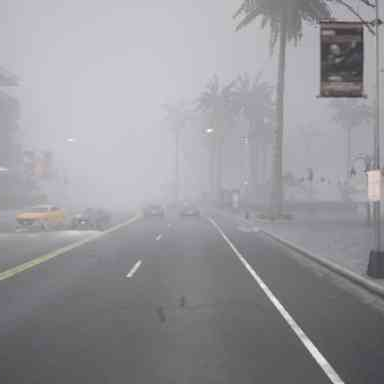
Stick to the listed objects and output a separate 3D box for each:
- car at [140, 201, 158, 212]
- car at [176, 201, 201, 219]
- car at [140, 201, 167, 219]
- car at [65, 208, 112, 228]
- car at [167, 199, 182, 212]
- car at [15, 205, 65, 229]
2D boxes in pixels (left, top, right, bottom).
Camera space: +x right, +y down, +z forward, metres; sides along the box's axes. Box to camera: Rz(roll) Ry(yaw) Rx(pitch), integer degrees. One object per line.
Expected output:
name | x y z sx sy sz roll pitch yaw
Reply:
car | -5.942 1.943 45.644 1.994 1.385 4.181 0 0 -15
car | -0.259 1.835 32.590 1.994 1.385 4.181 0 0 -3
car | -3.735 1.838 32.882 1.994 1.385 4.181 0 0 -5
car | -6.988 1.787 23.345 1.994 1.385 4.181 0 0 0
car | -2.357 1.730 45.630 2.097 1.767 4.553 0 -1 -14
car | -10.488 1.673 23.434 1.882 1.535 5.008 0 0 0
